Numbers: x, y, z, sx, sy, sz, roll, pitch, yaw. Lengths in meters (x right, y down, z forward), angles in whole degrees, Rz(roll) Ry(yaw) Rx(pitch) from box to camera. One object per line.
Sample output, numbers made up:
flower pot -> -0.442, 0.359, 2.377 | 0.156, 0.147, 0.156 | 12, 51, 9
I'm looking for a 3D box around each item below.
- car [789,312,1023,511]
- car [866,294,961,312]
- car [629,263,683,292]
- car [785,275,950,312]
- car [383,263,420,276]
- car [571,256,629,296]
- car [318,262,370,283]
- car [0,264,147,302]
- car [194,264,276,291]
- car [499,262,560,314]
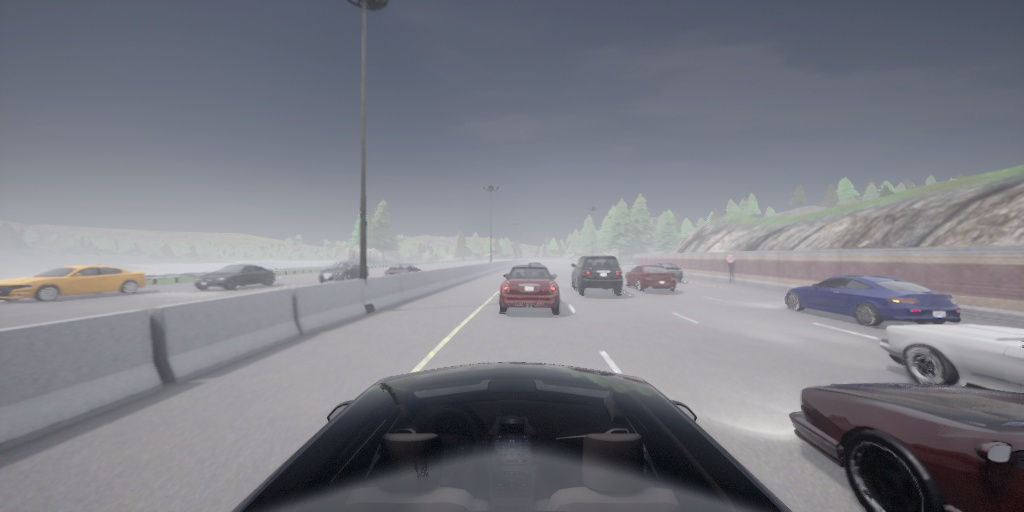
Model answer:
car -> 3.625, 1.308, 0.984 | 2.033, 1.411, 5.357 | 0, 0, 0
car -> 7.183, 1.374, 3.940 | 1.895, 1.301, 4.718 | 0, 0, 1
car -> 8.225, 1.263, 21.703 | 1.882, 1.535, 5.008 | 0, 0, 4
car -> 11.050, 1.314, 11.451 | 1.812, 1.442, 4.674 | 0, 0, 3
car -> -8.970, 1.302, 29.508 | 1.994, 1.385, 4.181 | 0, 0, 4
car -> 4.588, 0.995, 19.923 | 2.150, 2.045, 5.566 | 0, 0, 4
car -> -12.638, 1.217, 27.266 | 2.128, 1.511, 4.902 | 0, 0, 4
car -> -20.396, 1.174, 16.839 | 1.882, 1.535, 5.008 | 0, 0, 4
car -> -16.539, 1.237, 21.755 | 1.812, 1.442, 4.674 | 0, 0, 4
car -> 0.703, 1.111, 14.063 | 2.097, 1.767, 4.553 | 0, 0, 4
